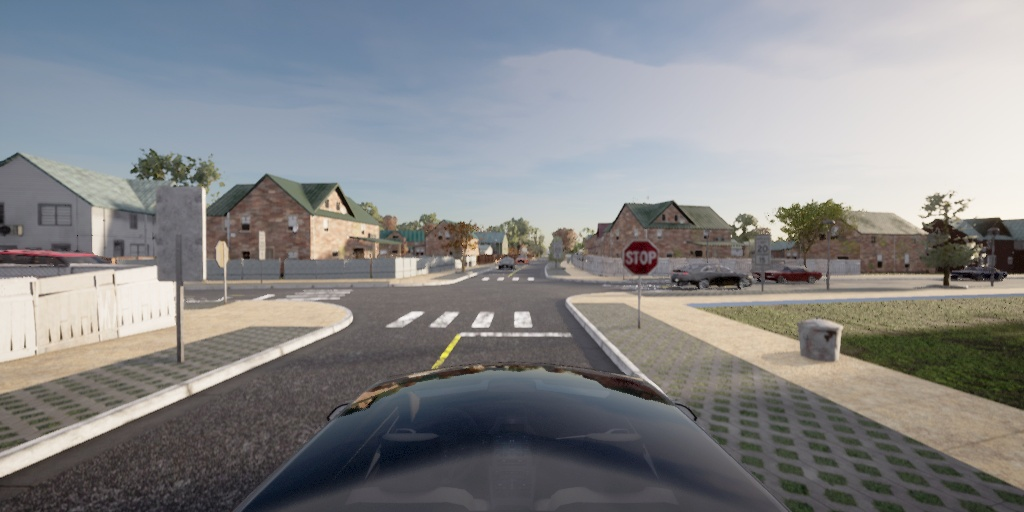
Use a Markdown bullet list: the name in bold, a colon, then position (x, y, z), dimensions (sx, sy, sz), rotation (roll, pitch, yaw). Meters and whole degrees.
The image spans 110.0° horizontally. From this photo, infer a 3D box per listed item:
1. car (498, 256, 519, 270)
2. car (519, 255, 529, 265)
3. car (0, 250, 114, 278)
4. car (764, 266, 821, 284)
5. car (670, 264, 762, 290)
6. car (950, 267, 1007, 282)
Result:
- **car**: position (-0.586, 0.937, 44.661), dimensions (1.837, 1.490, 4.892), rotation (0, 1, 6)
- **car**: position (1.883, 0.639, 64.717), dimensions (2.097, 1.767, 4.553), rotation (0, 1, 8)
- **car**: position (-17.128, 0.847, 13.597), dimensions (5.566, 2.045, 2.150), rotation (2, 0, -15)
- **car**: position (20.359, 1.388, 26.702), dimensions (4.718, 1.301, 1.895), rotation (1, 0, -15)
- **car**: position (11.927, 1.226, 21.466), dimensions (4.902, 1.511, 2.128), rotation (1, 0, -15)
- **car**: position (42.136, 1.615, 32.558), dimensions (4.718, 1.301, 1.895), rotation (1, 0, -15)
